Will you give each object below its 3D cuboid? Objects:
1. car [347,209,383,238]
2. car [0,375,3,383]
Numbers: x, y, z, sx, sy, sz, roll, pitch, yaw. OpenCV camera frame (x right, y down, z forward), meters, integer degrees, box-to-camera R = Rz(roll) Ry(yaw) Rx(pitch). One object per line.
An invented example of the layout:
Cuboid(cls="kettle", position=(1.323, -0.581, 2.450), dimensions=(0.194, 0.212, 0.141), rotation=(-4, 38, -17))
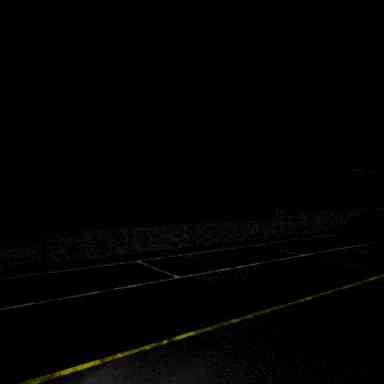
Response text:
Cuboid(cls="car", position=(10.005, 1.567, 17.639), dimensions=(4.313, 1.339, 1.947), rotation=(0, 0, -35))
Cuboid(cls="car", position=(-3.419, 1.548, 0.892), dimensions=(5.357, 1.411, 2.033), rotation=(0, 0, -35))
